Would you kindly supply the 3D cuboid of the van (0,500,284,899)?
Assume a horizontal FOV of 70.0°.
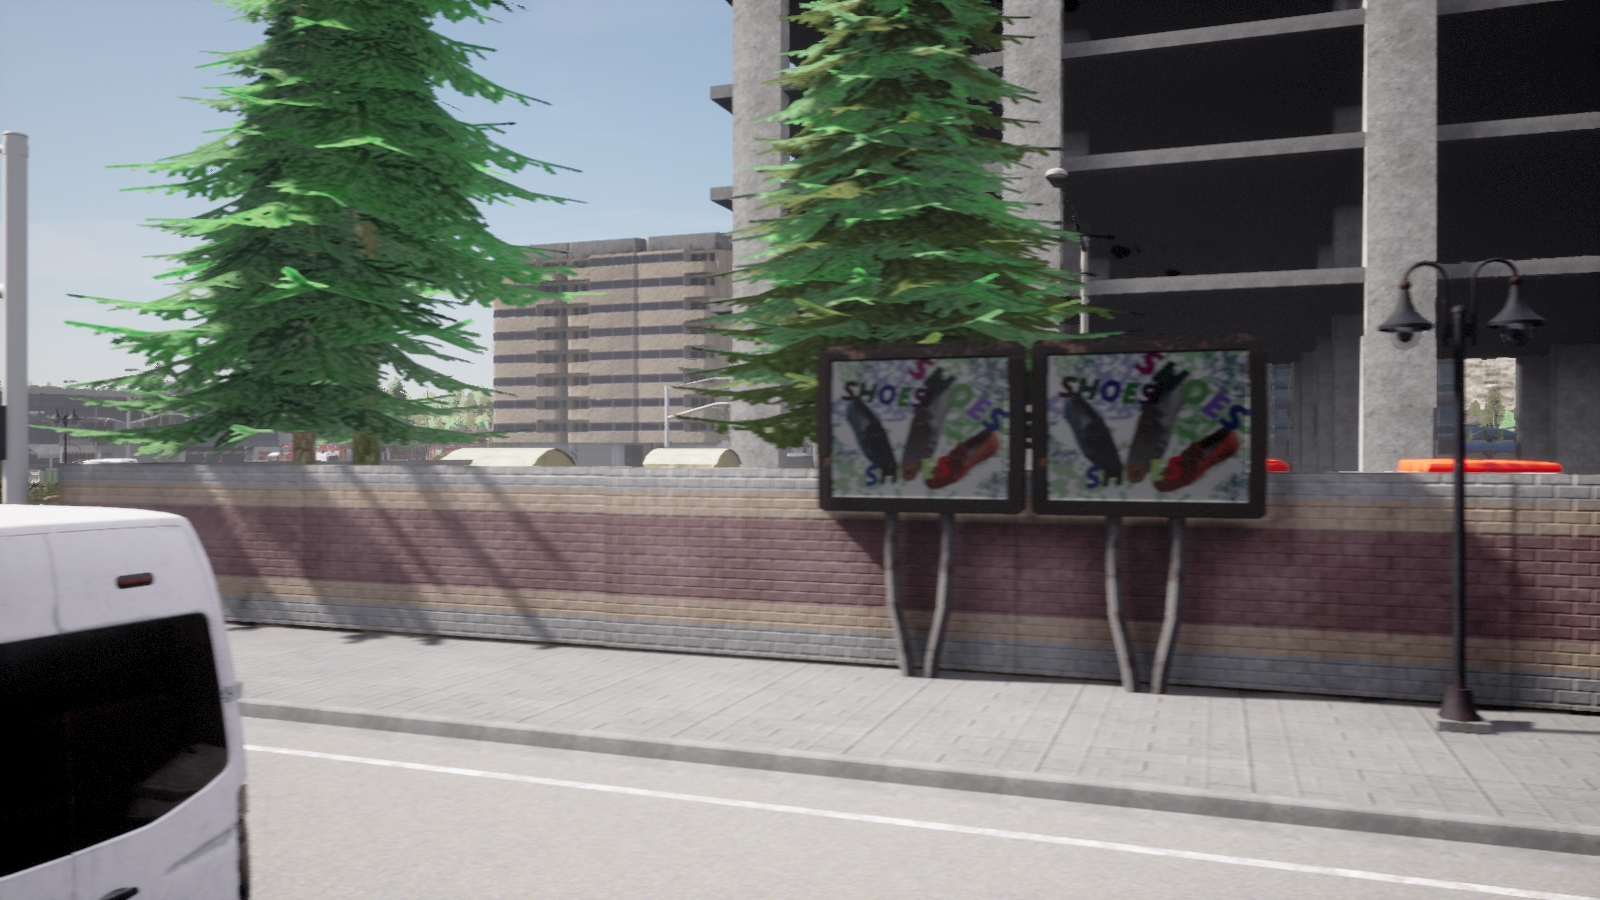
[{"bbox_3d":[-5.476,1.535,5.297,5.915,2.561,1.988,0,0,20],"label":"van"}]
